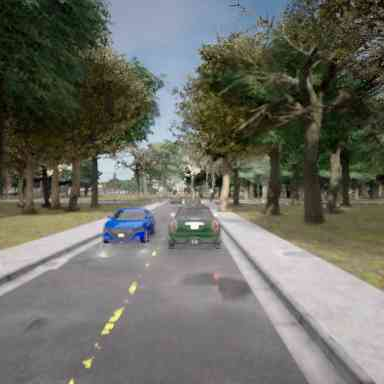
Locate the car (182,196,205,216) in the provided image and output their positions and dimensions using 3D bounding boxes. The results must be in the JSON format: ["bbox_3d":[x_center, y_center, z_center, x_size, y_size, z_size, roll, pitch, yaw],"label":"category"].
[{"bbox_3d":[0.098,1.330,32.775,2.097,1.767,4.553,0,0,0],"label":"car"}]

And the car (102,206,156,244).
[{"bbox_3d":[-2.851,1.466,15.910,1.882,1.535,5.008,0,0,0],"label":"car"}]

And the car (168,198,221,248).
[{"bbox_3d":[0.099,1.341,14.781,2.097,1.767,4.553,0,0,0],"label":"car"}]

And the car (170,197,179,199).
[{"bbox_3d":[-2.796,1.540,58.500,1.994,1.385,4.181,0,0,1],"label":"car"}]
